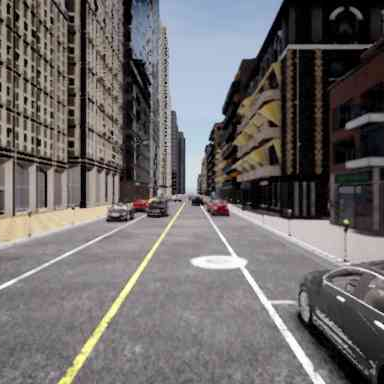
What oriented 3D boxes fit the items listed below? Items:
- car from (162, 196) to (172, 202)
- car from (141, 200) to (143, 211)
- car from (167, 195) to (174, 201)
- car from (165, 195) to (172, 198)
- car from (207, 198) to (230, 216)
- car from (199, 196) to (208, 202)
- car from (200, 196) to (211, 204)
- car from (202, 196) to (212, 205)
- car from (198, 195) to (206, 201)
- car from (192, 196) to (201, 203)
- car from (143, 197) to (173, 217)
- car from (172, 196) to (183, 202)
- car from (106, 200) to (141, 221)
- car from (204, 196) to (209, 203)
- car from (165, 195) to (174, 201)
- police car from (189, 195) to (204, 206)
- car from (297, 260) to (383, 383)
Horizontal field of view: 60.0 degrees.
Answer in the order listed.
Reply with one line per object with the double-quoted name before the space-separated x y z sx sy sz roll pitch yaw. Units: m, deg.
"car" -5.694 1.585 77.672 2.008 1.369 4.403 0 0 0
"car" -5.691 1.552 38.133 1.887 1.381 4.507 0 0 0
"car" -5.695 1.572 88.799 1.752 1.417 4.829 0 0 0
"car" -5.694 1.590 66.375 1.947 1.339 4.313 0 0 0
"car" 2.689 1.587 32.485 1.802 1.307 4.206 0 0 0
"car" 2.686 1.585 77.673 2.008 1.369 4.403 0 0 0
"car" 2.687 1.590 66.376 1.947 1.339 4.313 0 0 0
"car" 2.687 1.545 60.897 1.752 1.417 4.829 0 0 0
"car" 2.685 1.487 88.970 1.967 1.590 4.097 0 0 0
"car" 0.895 1.534 71.790 1.837 1.490 4.892 0 0 0
"car" -3.095 1.510 30.919 1.837 1.490 4.892 0 0 0
"car" -3.004 1.524 72.748 2.033 1.411 5.357 0 0 0
"car" -5.690 1.553 26.835 2.008 1.369 4.403 0 0 0
"car" 2.689 1.447 38.133 1.967 1.590 4.097 0 0 0
"car" -5.695 1.481 83.322 1.967 1.590 4.097 0 0 0
"police car" 0.897 1.442 55.900 1.930 1.638 5.238 0 0 0
"car" 2.692 1.551 4.242 2.008 1.369 4.403 0 0 0
